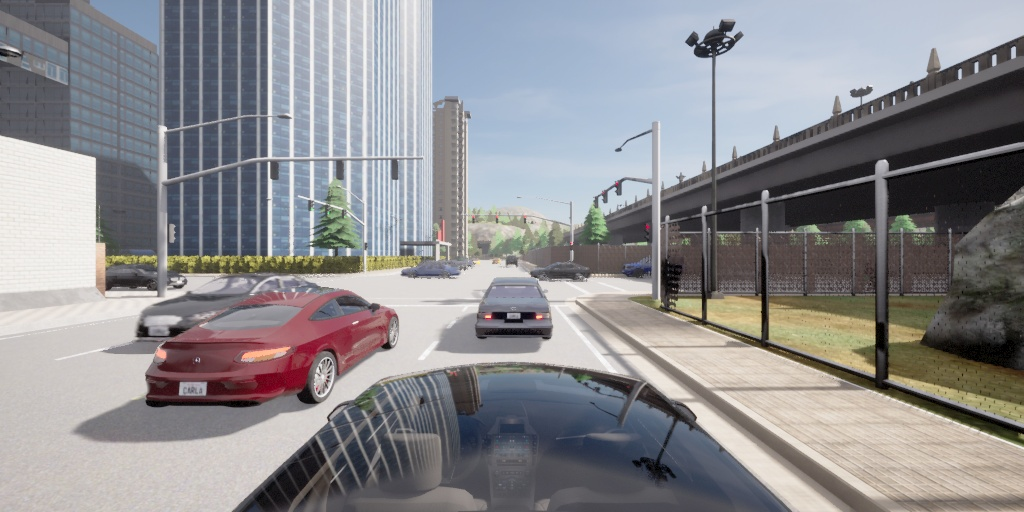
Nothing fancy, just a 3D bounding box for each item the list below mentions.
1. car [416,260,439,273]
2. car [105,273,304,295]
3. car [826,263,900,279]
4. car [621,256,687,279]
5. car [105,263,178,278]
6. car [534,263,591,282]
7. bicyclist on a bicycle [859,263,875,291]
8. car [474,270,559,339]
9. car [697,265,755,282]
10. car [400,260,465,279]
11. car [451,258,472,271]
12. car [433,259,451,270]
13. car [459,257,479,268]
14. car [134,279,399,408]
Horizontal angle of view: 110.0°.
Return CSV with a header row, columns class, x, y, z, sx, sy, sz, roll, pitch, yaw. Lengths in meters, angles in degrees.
class,x,y,z,sx,sy,sz,roll,pitch,yaw
car,-10.677,1.255,45.754,1.837,1.490,4.892,0,0,0
car,-7.101,1.241,9.665,2.128,1.511,4.902,0,0,0
car,31.983,1.353,32.722,5.357,1.411,2.033,0,0,0
car,12.891,1.026,32.650,5.566,2.045,2.150,0,0,0
car,-22.583,1.331,21.823,4.674,1.442,1.812,0,0,0
car,3.908,1.287,29.113,4.892,1.490,1.837,1,0,0
bicyclist on a bicycle,18.267,1.106,18.188,0.582,1.620,1.656,0,0,0
car,0.079,1.297,10.013,2.033,1.411,5.357,0,0,1
car,17.755,1.406,29.169,4.718,1.301,1.895,0,0,0
car,-7.271,1.329,32.568,5.357,1.411,2.033,0,0,0
car,-7.177,1.314,49.527,1.994,1.385,4.181,0,0,0
car,-10.690,1.276,54.993,1.812,1.442,4.674,0,0,0
car,-7.182,1.297,58.765,2.033,1.411,5.357,0,0,0
car,-3.449,1.276,6.193,1.812,1.442,4.674,0,0,0
